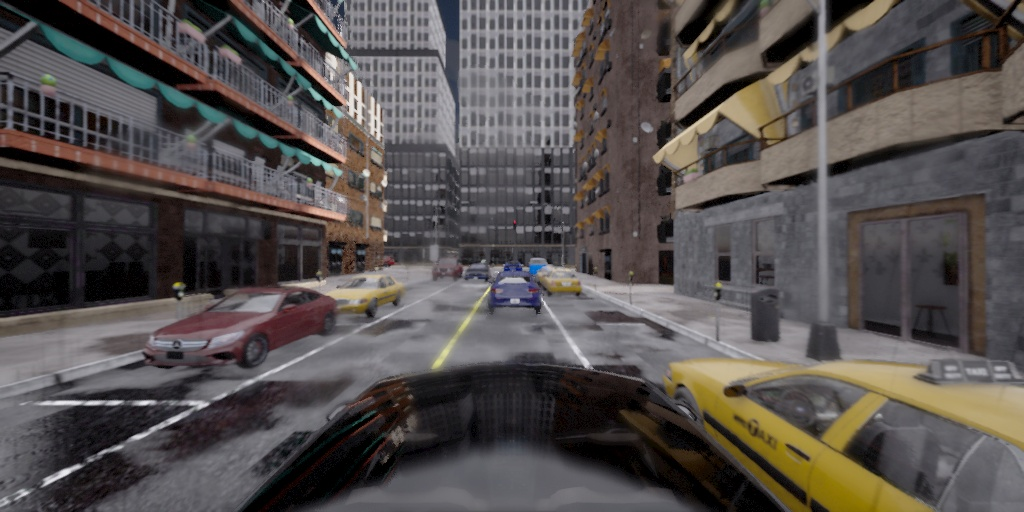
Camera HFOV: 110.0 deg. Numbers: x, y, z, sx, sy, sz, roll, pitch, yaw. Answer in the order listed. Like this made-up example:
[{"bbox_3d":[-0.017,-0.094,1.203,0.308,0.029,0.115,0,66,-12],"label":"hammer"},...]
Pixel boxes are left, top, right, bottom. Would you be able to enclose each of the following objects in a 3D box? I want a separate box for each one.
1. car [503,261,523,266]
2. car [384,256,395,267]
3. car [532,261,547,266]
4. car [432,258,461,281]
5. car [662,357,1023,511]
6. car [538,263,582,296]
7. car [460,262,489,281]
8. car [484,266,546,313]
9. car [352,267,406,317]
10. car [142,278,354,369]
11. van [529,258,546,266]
[{"bbox_3d":[0.103,1.238,35.640,1.882,1.535,5.008,0,-1,0],"label":"car"},{"bbox_3d":[-20.883,0.871,55.915,5.009,1.841,2.192,0,0,0],"label":"car"},{"bbox_3d":[2.566,1.280,24.843,1.751,1.417,4.829,0,0,0],"label":"car"},{"bbox_3d":[-5.315,1.072,30.314,2.192,1.841,5.009,0,0,0],"label":"car"},{"bbox_3d":[2.565,1.275,2.282,1.751,1.417,4.829,0,0,0],"label":"car"},{"bbox_3d":[2.565,1.278,19.203,1.751,1.417,4.829,0,0,0],"label":"car"},{"bbox_3d":[-2.762,1.305,29.964,2.033,1.411,5.357,0,0,0],"label":"car"},{"bbox_3d":[0.098,1.277,13.796,1.812,1.442,4.674,0,0,0],"label":"car"},{"bbox_3d":[-5.315,1.277,13.222,1.751,1.417,4.829,0,0,0],"label":"car"},{"bbox_3d":[-5.315,1.332,7.752,1.802,1.307,4.207,0,0,0],"label":"car"},{"bbox_3d":[2.565,1.101,35.953,1.690,1.789,3.998,0,0,0],"label":"van"}]
